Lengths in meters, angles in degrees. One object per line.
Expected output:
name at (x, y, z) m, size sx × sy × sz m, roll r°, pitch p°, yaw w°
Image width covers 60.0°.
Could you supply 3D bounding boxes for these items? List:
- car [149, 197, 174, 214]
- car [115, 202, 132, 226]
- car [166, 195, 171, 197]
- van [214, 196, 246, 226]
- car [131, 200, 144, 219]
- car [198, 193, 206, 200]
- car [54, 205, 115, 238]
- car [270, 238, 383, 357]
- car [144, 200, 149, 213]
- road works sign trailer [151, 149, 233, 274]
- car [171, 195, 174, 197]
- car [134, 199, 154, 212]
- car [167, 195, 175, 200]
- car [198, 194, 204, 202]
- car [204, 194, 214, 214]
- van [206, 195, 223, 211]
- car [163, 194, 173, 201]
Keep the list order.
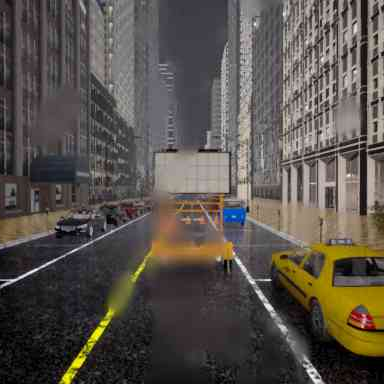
car at (-2.998, 1.556, 34.574) m, size 1.994 × 1.385 × 4.181 m, roll 0°, pitch 0°, yaw 0°
car at (-5.696, 1.560, 23.139) m, size 1.947 × 1.339 × 4.313 m, roll -1°, pitch 0°, yaw 0°
car at (-5.694, 1.535, 62.924) m, size 2.008 × 1.369 × 4.403 m, roll -1°, pitch 0°, yaw 0°
van at (2.682, 1.336, 23.138) m, size 1.690 × 1.788 × 3.998 m, roll -1°, pitch 0°, yaw 0°
car at (-5.696, 1.538, 28.822) m, size 1.887 × 1.381 × 4.507 m, roll -1°, pitch 0°, yaw 0°
car at (2.686, 1.291, 91.343) m, size 2.192 × 1.841 × 5.009 m, roll -1°, pitch 0°, yaw 0°
car at (-5.697, 1.547, 17.455) m, size 2.008 × 1.369 × 4.403 m, roll -1°, pitch 0°, yaw 0°
car at (2.683, 1.524, 6.257) m, size 1.752 × 1.417 × 4.829 m, roll -1°, pitch 0°, yaw 0°
car at (-5.696, 1.543, 34.506) m, size 2.008 × 1.369 × 4.403 m, roll -1°, pitch 0°, yaw 0°
road works sign trailer at (0.002, 0.462, 10.487) m, size 2.380 × 3.560 × 2.880 m, roll 0°, pitch 0°, yaw 0°
car at (-5.693, 1.563, 74.291) m, size 1.802 × 1.307 × 4.206 m, roll -1°, pitch 0°, yaw 0°
car at (-5.695, 1.573, 40.190) m, size 1.802 × 1.307 × 4.206 m, roll -1°, pitch 0°, yaw 0°
car at (-5.693, 1.501, 91.173) m, size 1.752 × 1.417 × 4.829 m, roll -1°, pitch 0°, yaw 0°
car at (2.687, 1.535, 62.923) m, size 2.008 × 1.369 × 4.403 m, roll -1°, pitch 0°, yaw 0°
car at (2.682, 1.307, 34.506) m, size 2.192 × 1.841 × 5.009 m, roll -1°, pitch 0°, yaw 0°
van at (2.683, 1.332, 40.189) m, size 1.690 × 1.788 × 3.998 m, roll -1°, pitch 0°, yaw 0°
car at (-5.694, 1.420, 79.975) m, size 1.967 × 1.590 × 4.097 m, roll -1°, pitch 0°, yaw 0°
